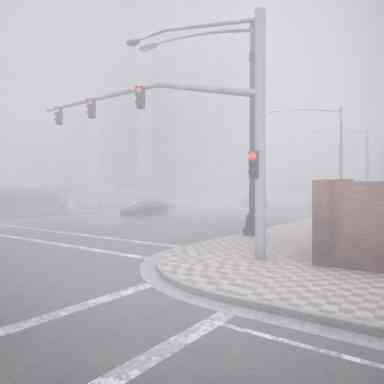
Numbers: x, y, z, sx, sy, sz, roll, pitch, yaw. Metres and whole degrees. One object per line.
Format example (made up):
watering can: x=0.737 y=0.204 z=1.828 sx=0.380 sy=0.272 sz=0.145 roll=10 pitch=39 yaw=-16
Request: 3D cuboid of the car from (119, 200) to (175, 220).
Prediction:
car: x=-4.049 y=1.473 z=28.895 sx=1.882 sy=1.535 sz=5.008 roll=0 pitch=0 yaw=36

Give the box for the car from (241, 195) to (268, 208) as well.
car: x=9.107 y=1.560 z=47.106 sx=1.994 sy=1.385 sz=4.181 roll=0 pitch=0 yaw=36
